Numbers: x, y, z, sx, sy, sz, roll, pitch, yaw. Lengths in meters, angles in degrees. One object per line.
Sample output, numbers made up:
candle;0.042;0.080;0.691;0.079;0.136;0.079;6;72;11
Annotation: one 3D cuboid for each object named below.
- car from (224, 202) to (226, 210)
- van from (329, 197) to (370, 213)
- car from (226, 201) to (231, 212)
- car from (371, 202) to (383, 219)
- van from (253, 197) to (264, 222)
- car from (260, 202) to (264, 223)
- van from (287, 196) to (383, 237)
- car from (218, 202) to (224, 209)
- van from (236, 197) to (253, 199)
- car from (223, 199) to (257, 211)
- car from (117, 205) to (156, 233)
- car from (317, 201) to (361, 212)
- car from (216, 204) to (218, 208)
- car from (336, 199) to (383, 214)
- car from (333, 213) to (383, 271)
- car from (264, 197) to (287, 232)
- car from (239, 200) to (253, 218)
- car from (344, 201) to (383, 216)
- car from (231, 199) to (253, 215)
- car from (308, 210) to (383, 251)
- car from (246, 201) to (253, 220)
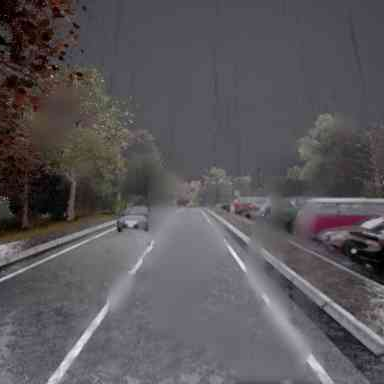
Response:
car;6.883;1.926;42.610;4.792;1.488;2.163;0;-1;0
van;20.050;1.667;42.467;4.442;1.987;1.878;0;-1;0
car;6.868;1.892;39.835;4.674;1.452;2.002;0;-1;0
car;19.975;1.713;31.383;4.892;1.521;2.231;0;-1;0
van;6.820;1.354;23.184;4.442;1.987;1.878;0;-1;0
car;6.978;1.564;20.399;4.792;1.488;2.163;0;0;0
van;6.855;1.279;14.872;4.442;1.987;1.878;0;0;0
car;6.813;1.691;45.391;5.566;2.045;2.435;0;-1;0
van;6.994;1.581;37.064;4.442;1.987;1.878;0;-1;0
car;6.861;1.864;48.161;4.553;1.767;2.185;0;-1;0
car;-3.366;1.599;20.667;2.128;1.511;4.902;0;-1;0
car;19.915;1.939;45.233;4.892;1.521;2.231;0;-1;0
car;6.811;2.104;53.706;4.892;1.521;2.231;0;-1;0
car;19.914;1.722;39.696;4.553;1.767;2.185;0;-1;0
car;6.990;1.503;9.320;5.008;1.535;2.097;0;0;0
car;6.988;1.254;17.649;5.566;2.045;2.435;0;0;0
car;6.883;1.700;28.733;4.792;1.488;2.163;0;-1;0
car;19.952;1.804;37.049;5.008;1.535;2.097;0;-1;0
car;6.894;1.761;34.284;5.008;1.535;2.097;0;-1;0
car;6.986;1.544;12.096;4.674;1.452;2.002;0;0;0
car;6.927;1.665;25.956;4.674;1.452;2.002;0;-1;0
